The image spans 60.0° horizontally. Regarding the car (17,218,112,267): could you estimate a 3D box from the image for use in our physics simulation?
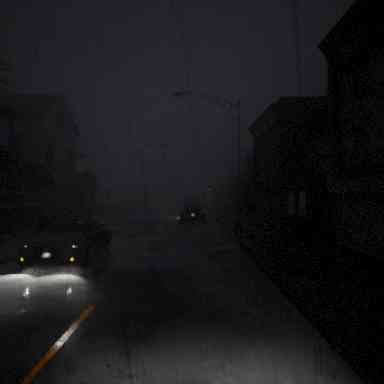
[{"bbox_3d":[-4.102,1.594,11.370,1.994,1.385,4.181,0,0,0],"label":"car"}]

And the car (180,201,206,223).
[{"bbox_3d":[0.062,1.633,26.152,1.994,1.385,4.181,0,0,0],"label":"car"}]

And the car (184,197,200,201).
[{"bbox_3d":[0.039,1.464,42.057,2.097,1.767,4.553,0,0,0],"label":"car"}]
